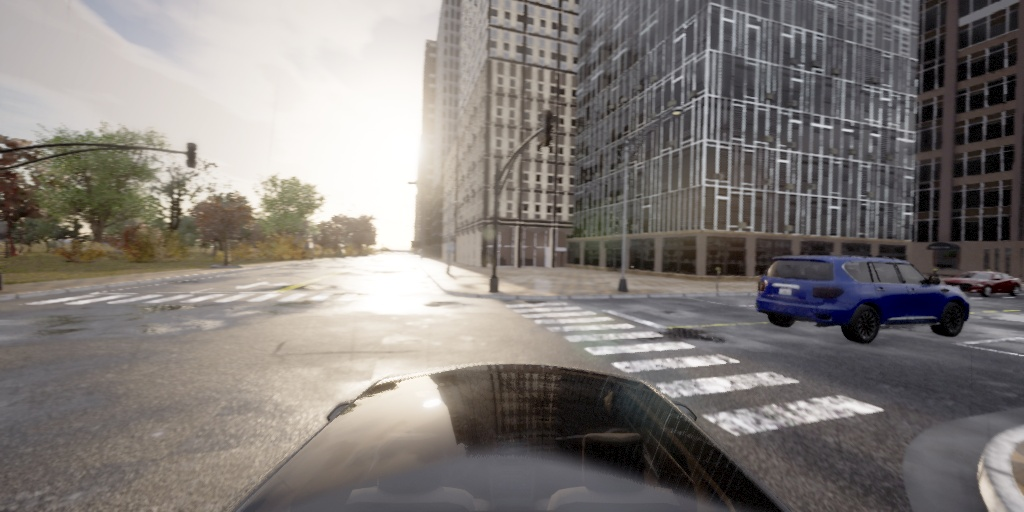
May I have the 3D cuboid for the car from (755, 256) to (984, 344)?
[{"bbox_3d":[9.443,1.032,9.769,5.566,2.045,2.150,1,1,-16],"label":"car"}]

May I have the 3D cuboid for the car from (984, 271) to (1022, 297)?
[{"bbox_3d":[27.310,1.560,20.905,4.507,1.381,1.888,0,0,-16],"label":"car"}]
